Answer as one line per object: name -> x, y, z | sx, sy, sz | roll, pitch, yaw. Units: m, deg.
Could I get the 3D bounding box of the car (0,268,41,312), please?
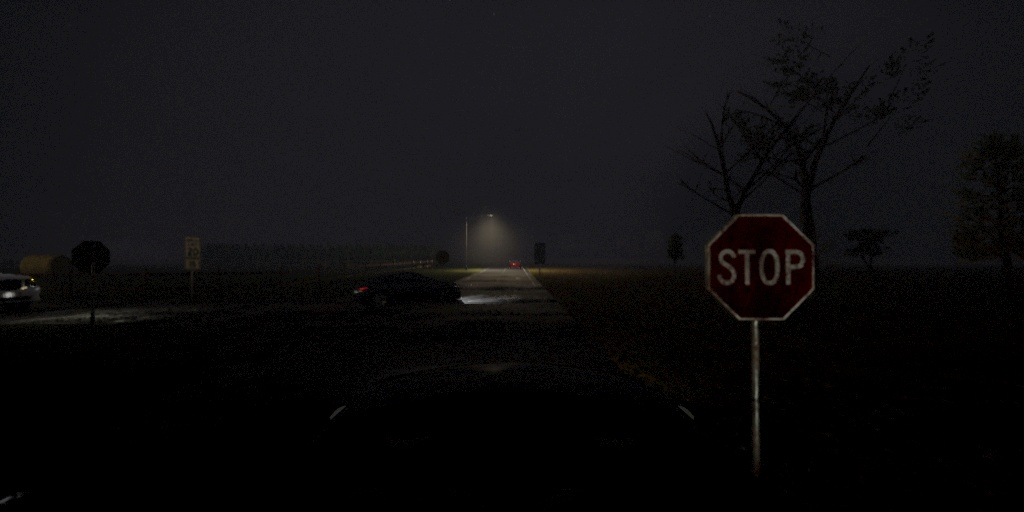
car -> -19.367, 0.933, 11.799 | 5.566, 2.045, 2.150 | 0, -1, -1

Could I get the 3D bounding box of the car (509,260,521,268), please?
car -> 0.523, 1.288, 60.340 | 1.994, 1.385, 4.181 | 0, 0, 0

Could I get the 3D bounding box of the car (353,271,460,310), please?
car -> -4.262, 1.318, 14.731 | 4.181, 1.385, 1.994 | 0, 0, -34
